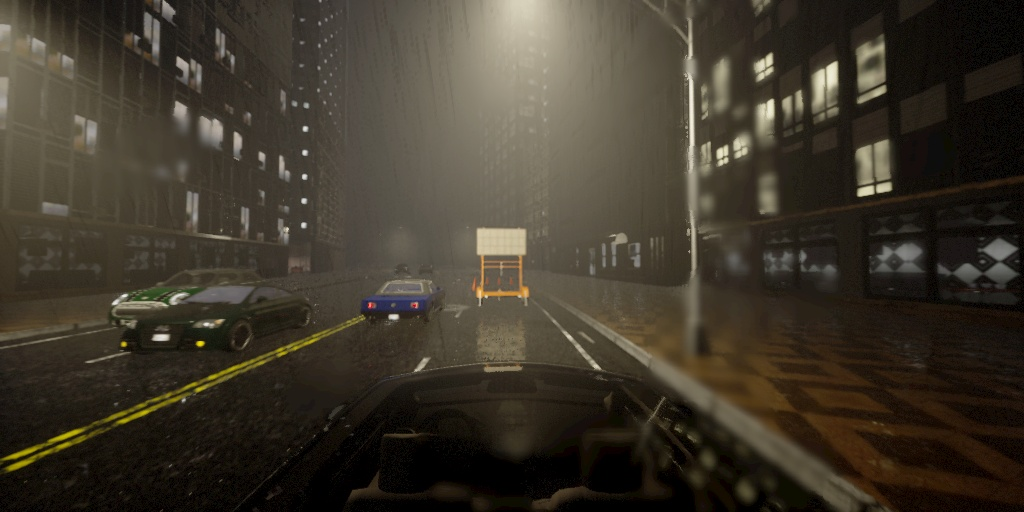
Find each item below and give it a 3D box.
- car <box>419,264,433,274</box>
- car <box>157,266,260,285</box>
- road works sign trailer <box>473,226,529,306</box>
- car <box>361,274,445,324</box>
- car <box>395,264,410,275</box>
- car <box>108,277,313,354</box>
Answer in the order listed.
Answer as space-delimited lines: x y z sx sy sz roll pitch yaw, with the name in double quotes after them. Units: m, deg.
-11.766 1.860 49.237 2.033 1.411 5.357 0 -1 -12 "car"
-10.197 1.222 11.884 2.097 1.767 4.553 0 -1 -3 "car"
-0.503 0.397 16.900 2.380 3.560 2.880 0 0 -5 "road works sign trailer"
-3.501 1.480 12.524 1.895 1.301 4.718 0 -1 -3 "car"
-15.427 1.825 50.709 1.837 1.490 4.892 0 -1 -13 "car"
-6.818 1.400 8.882 1.994 1.385 4.181 0 -1 -2 "car"
